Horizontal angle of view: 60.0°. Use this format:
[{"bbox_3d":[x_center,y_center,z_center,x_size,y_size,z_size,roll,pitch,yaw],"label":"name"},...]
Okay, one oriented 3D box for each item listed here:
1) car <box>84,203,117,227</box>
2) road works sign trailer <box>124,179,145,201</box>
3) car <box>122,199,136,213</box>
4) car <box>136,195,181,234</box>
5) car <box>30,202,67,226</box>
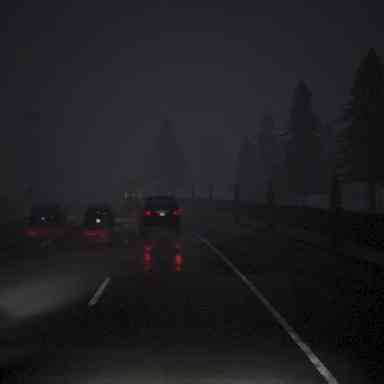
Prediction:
[{"bbox_3d":[-6.230,1.491,22.595,1.837,1.490,4.892,0,0,-12],"label":"car"},{"bbox_3d":[-7.040,0.329,39.914,2.380,3.560,2.880,5,-1,-15],"label":"road works sign trailer"},{"bbox_3d":[-6.418,1.450,36.034,1.882,1.535,5.008,0,0,-17],"label":"car"},{"bbox_3d":[-1.995,1.204,19.479,2.150,2.045,5.566,0,0,-11],"label":"car"},{"bbox_3d":[-10.068,1.486,23.552,2.128,1.511,4.902,0,0,-14],"label":"car"}]
